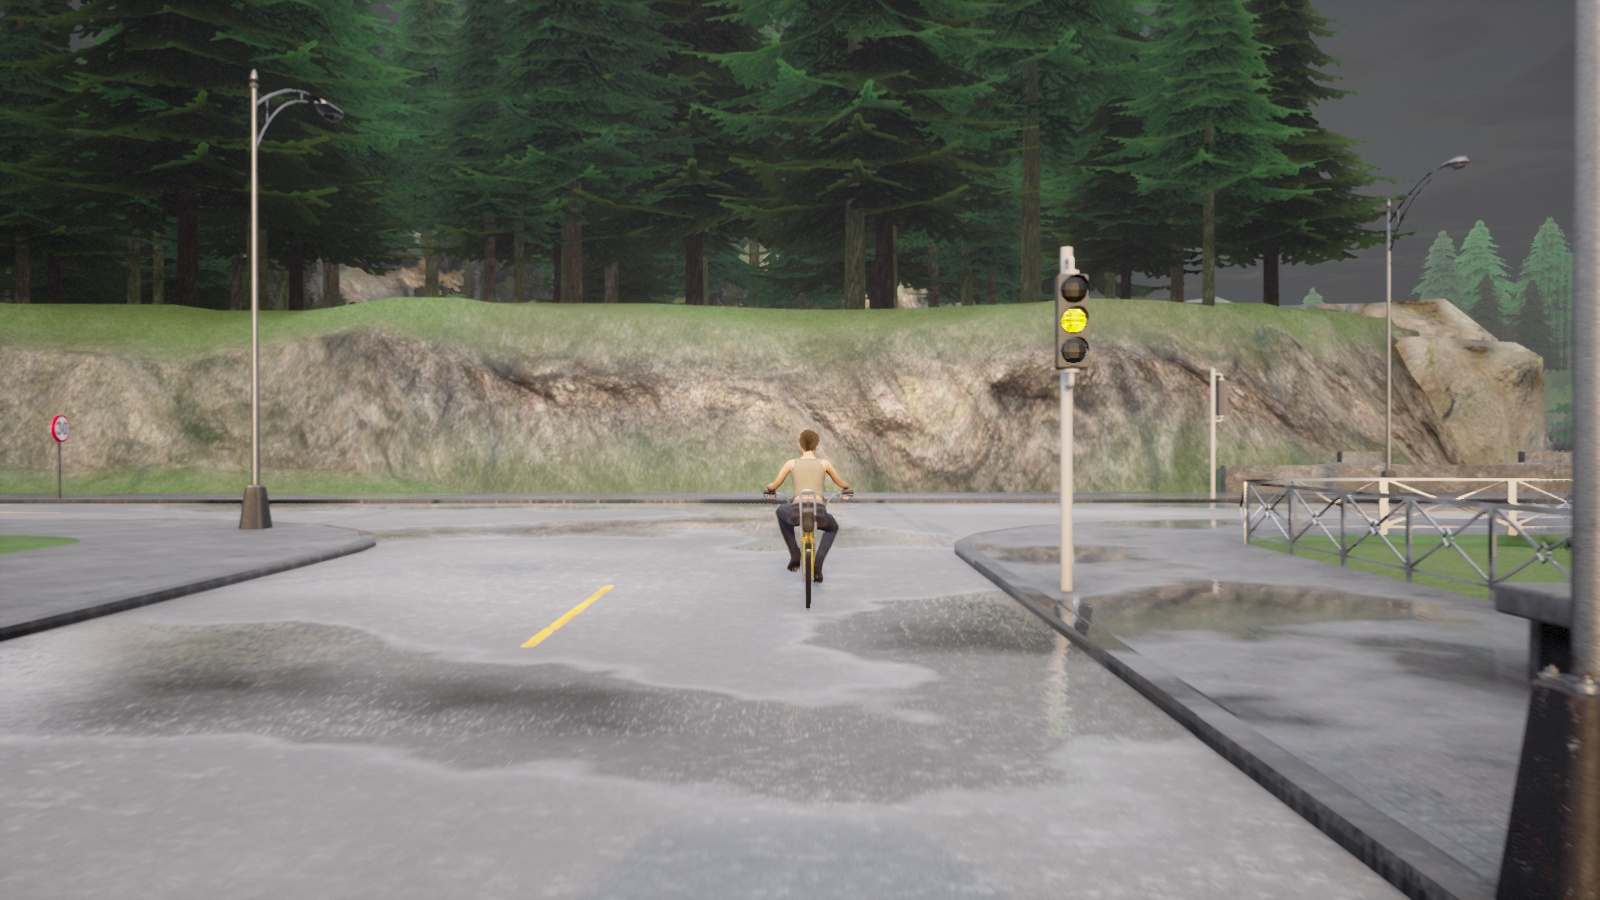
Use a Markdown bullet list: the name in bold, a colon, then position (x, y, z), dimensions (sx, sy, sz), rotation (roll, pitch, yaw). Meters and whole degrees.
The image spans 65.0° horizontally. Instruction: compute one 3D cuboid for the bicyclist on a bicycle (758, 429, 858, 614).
- **bicyclist on a bicycle**: position (0.078, 0.617, 11.675), dimensions (0.866, 1.612, 1.509), rotation (0, 0, 1)
